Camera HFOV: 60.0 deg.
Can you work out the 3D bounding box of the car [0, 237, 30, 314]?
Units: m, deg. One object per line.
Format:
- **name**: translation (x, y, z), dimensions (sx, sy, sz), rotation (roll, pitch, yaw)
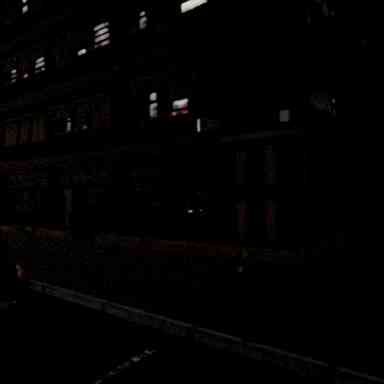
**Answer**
- **car**: translation (-4.992, 1.452, 6.450), dimensions (4.097, 1.590, 1.967), rotation (0, -1, 36)
